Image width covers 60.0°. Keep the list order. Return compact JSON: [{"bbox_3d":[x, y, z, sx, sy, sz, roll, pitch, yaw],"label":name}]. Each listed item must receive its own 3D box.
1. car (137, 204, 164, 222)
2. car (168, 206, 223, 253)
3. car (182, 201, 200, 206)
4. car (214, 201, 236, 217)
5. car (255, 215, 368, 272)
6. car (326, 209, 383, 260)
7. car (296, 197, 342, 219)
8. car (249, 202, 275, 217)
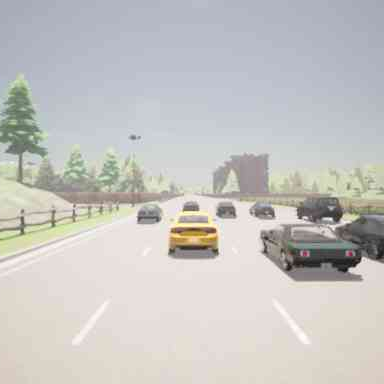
[{"bbox_3d":[-3.525,1.739,28.467,2.033,1.411,5.357,0,0,0],"label":"car"},{"bbox_3d":[0.049,1.573,14.191,1.882,1.535,5.008,0,0,0],"label":"car"},{"bbox_3d":[-0.106,1.755,37.188,1.837,1.490,4.892,0,0,-1],"label":"car"},{"bbox_3d":[3.422,1.735,34.446,1.837,1.490,4.892,0,0,-1],"label":"car"},{"bbox_3d":[3.563,1.674,11.041,1.895,1.301,4.718,0,0,0],"label":"car"},{"bbox_3d":[7.057,1.609,12.642,1.812,1.442,4.674,0,0,0],"label":"car"},{"bbox_3d":[10.480,1.406,27.734,2.150,2.045,5.566,0,0,0],"label":"car"},{"bbox_3d":[6.934,1.745,33.097,1.812,1.442,4.674,0,0,-1],"label":"car"}]
